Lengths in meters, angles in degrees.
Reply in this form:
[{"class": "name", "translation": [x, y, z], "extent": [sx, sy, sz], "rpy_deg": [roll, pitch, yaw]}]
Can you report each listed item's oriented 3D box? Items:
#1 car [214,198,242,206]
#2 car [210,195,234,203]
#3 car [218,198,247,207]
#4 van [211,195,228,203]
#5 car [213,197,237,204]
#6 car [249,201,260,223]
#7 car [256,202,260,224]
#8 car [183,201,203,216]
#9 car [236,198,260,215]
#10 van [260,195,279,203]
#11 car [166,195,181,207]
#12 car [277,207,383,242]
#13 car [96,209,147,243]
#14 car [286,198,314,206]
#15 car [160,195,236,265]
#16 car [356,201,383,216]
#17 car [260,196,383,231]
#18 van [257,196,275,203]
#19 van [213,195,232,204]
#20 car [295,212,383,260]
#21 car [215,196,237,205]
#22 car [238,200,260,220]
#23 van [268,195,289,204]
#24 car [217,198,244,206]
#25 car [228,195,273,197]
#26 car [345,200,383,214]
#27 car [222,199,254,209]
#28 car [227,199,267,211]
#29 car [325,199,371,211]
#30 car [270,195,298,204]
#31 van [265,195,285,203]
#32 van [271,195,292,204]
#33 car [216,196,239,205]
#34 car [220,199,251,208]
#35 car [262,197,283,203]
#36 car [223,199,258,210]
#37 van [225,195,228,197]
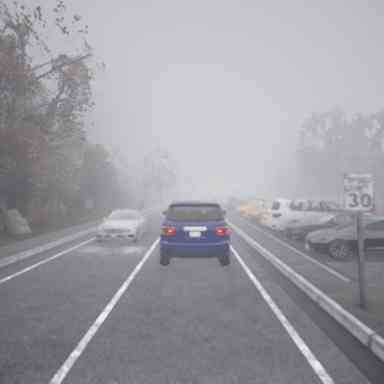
[{"class": "car", "translation": [7.037, 1.883, 65.383], "extent": [5.366, 1.575, 1.946], "rpy_deg": [0, 0, 0]}, {"class": "car", "translation": [7.385, 1.775, 82.040], "extent": [5.566, 2.045, 2.435], "rpy_deg": [0, 0, 0]}, {"class": "car", "translation": [7.184, 1.841, 59.830], "extent": [4.892, 1.521, 2.231], "rpy_deg": [0, 0, 0]}, {"class": "van", "translation": [7.285, 1.921, 87.575], "extent": [4.442, 1.987, 1.878], "rpy_deg": [0, -1, 0]}, {"class": "car", "translation": [7.284, 1.956, 73.710], "extent": [5.008, 1.535, 2.097], "rpy_deg": [0, 0, 0]}, {"class": "car", "translation": [6.892, 1.647, 23.752], "extent": [4.892, 1.521, 2.231], "rpy_deg": [0, 0, 0]}, {"class": "car", "translation": [7.049, 1.643, 20.974], "extent": [5.366, 1.575, 1.946], "rpy_deg": [0, 0, 0]}, {"class": "car", "translation": [0.136, 1.721, 35.800], "extent": [2.033, 1.411, 5.357], "rpy_deg": [0, 0, 0]}, {"class": "car", "translation": [6.769, 1.643, 32.202], "extent": [5.366, 1.575, 1.946], "rpy_deg": [0, 0, 0]}, {"class": "van", "translation": [20.363, 1.909, 87.308], "extent": [4.442, 1.987, 1.878], "rpy_deg": [0, -1, 0]}, {"class": "car", "translation": [-3.169, 1.548, 58.076], "extent": [2.150, 2.045, 5.566], "rpy_deg": [0, 0, 1]}, {"class": "car", "translation": [6.824, 1.648, 15.424], "extent": [5.008, 1.535, 2.097], "rpy_deg": [0, 0, 0]}, {"class": "car", "translation": [-3.351, 1.600, 16.598], "extent": [1.812, 1.442, 4.674], "rpy_deg": [0, 0, 0]}, {"class": "car", "translation": [20.282, 1.895, 62.516], "extent": [4.674, 1.452, 2.002], "rpy_deg": [0, 0, 0]}, {"class": "car", "translation": [0.091, 1.278, 12.046], "extent": [2.150, 2.045, 5.566], "rpy_deg": [0, 0, 0]}, {"class": "car", "translation": [20.085, 1.672, 34.825], "extent": [4.792, 1.488, 2.163], "rpy_deg": [0, 0, 0]}, {"class": "car", "translation": [6.869, 1.396, 18.199], "extent": [5.566, 2.045, 2.435], "rpy_deg": [0, 0, 0]}, {"class": "van", "translation": [20.642, 2.044, 92.844], "extent": [4.442, 1.987, 1.878], "rpy_deg": [0, -1, 0]}, {"class": "van", "translation": [7.218, 1.777, 79.265], "extent": [4.442, 1.987, 1.878], "rpy_deg": [0, 0, 0]}, {"class": "car", "translation": [6.767, 1.679, 12.648], "extent": [4.792, 1.488, 2.163], "rpy_deg": [0, 0, 0]}, {"class": "car", "translation": [7.236, 1.807, 70.935], "extent": [4.553, 1.767, 2.185], "rpy_deg": [0, 0, 0]}, {"class": "car", "translation": [6.723, 1.642, 26.529], "extent": [5.366, 1.575, 1.946], "rpy_deg": [0, 0, 0]}, {"class": "van", "translation": [20.529, 1.768, 79.013], "extent": [4.442, 1.987, 1.878], "rpy_deg": [0, 0, 0]}, {"class": "car", "translation": [7.194, 1.864, 62.606], "extent": [4.892, 1.521, 2.231], "rpy_deg": [0, 0, 0]}, {"class": "car", "translation": [7.052, 1.553, 40.401], "extent": [4.553, 1.767, 2.185], "rpy_deg": [0, 0, 0]}, {"class": "car", "translation": [20.106, 1.683, 37.464], "extent": [4.792, 1.488, 2.163], "rpy_deg": [0, 0, 0]}, {"class": "car", "translation": [7.081, 1.799, 51.502], "extent": [4.792, 1.488, 2.163], "rpy_deg": [0, 0, 0]}, {"class": "car", "translation": [7.072, 1.729, 43.173], "extent": [4.792, 1.488, 2.163], "rpy_deg": [0, 0, 0]}, {"class": "car", "translation": [20.127, 1.691, 43.002], "extent": [5.008, 1.535, 2.097], "rpy_deg": [0, 0, 0]}, {"class": "car", "translation": [20.341, 1.697, 73.599], "extent": [5.566, 2.045, 2.435], "rpy_deg": [0, 0, 0]}, {"class": "van", "translation": [20.320, 1.792, 81.918], "extent": [4.442, 1.987, 1.878], "rpy_deg": [0, -1, 0]}, {"class": "van", "translation": [20.508, 1.745, 76.368], "extent": [4.442, 1.987, 1.878], "rpy_deg": [0, 0, 0]}, {"class": "car", "translation": [7.214, 1.784, 68.159], "extent": [4.553, 1.767, 2.185], "rpy_deg": [0, 0, 0]}, {"class": "car", "translation": [7.104, 1.823, 54.278], "extent": [4.792, 1.488, 2.163], "rpy_deg": [0, 0, 0]}, {"class": "car", "translation": [20.463, 2.067, 84.532], "extent": [5.008, 1.535, 2.097], "rpy_deg": [0, -1, 0]}, {"class": "car", "translation": [7.059, 1.776, 48.726], "extent": [4.792, 1.488, 2.163], "rpy_deg": [0, 0, 0]}, {"class": "van", "translation": [7.182, 1.497, 45.951], "extent": [4.442, 1.987, 1.878], "rpy_deg": [0, 0, 0]}]
